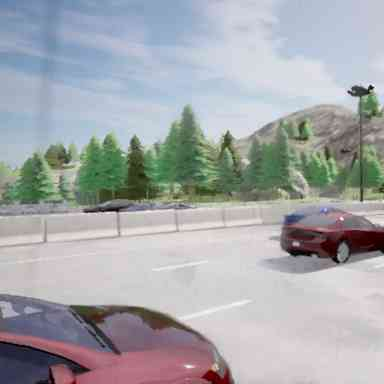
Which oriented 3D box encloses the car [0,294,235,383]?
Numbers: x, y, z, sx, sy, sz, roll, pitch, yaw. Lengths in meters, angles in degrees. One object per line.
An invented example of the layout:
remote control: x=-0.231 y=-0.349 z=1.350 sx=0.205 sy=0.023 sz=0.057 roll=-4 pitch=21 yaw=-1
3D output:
car: x=-1.651 y=1.564 z=2.569 sx=4.181 sy=1.385 sz=1.994 roll=0 pitch=0 yaw=-35

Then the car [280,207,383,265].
car: x=5.256 y=1.466 z=11.791 sx=5.008 sy=1.535 sz=1.882 roll=0 pitch=0 yaw=-35

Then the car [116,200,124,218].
car: x=-3.927 y=1.552 z=26.893 sx=4.181 sy=1.385 sz=1.994 roll=0 pitch=0 yaw=-35

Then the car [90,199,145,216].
car: x=-7.357 y=1.465 z=33.034 sx=5.008 sy=1.535 sz=1.882 roll=0 pitch=0 yaw=-35

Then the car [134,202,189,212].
car: x=-1.672 y=1.480 z=24.199 sx=4.902 sy=1.511 sz=2.128 roll=0 pitch=0 yaw=-35

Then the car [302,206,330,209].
car: x=6.860 y=1.461 z=17.233 sx=5.008 sy=1.535 sz=1.882 roll=0 pitch=0 yaw=-35

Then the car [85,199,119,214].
car: x=-6.885 y=1.467 z=29.098 sx=5.008 sy=1.535 sz=1.882 roll=0 pitch=0 yaw=-35
